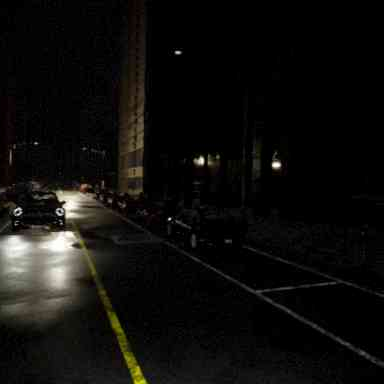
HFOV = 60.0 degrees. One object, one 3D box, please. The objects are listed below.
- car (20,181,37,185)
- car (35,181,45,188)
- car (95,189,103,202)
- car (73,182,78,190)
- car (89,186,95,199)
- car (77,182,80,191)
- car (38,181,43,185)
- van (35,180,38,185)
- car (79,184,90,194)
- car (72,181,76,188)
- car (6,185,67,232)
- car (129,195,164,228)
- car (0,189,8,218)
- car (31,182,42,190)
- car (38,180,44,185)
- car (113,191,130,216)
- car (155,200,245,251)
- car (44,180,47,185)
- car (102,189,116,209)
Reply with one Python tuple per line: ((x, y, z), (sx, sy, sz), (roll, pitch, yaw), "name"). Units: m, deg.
((-20.363, -0.220, 40.443), (1.967, 1.590, 4.097), (2, 1, -22), "car")
((-37.464, -1.841, 82.030), (1.967, 1.590, 4.097), (2, 1, -22), "car")
((-8.212, 0.445, 33.300), (1.887, 1.381, 4.507), (2, 1, -22), "car")
((-23.177, -0.968, 69.691), (1.887, 1.381, 4.507), (2, 1, -22), "car")
((-10.352, 0.265, 38.500), (1.947, 1.339, 4.313), (2, 1, -22), "car")
((-18.898, -0.667, 59.292), (1.967, 1.590, 4.097), (2, 1, -22), "car")
((-26.781, -0.700, 56.041), (1.947, 1.339, 4.313), (2, 1, -22), "car")
((-22.496, -0.521, 45.639), (1.690, 1.788, 3.998), (2, 1, -22), "van")
((-16.764, -0.361, 54.096), (1.887, 1.381, 4.507), (2, 1, -22), "car")
((-25.315, -1.165, 74.890), (2.008, 1.369, 4.403), (2, 1, -22), "car")
((-6.994, 0.747, 15.425), (2.097, 1.767, 4.553), (1, 1, -22), "car")
((-1.799, 1.040, 17.704), (1.887, 1.381, 4.507), (2, 1, -22), "car")
((-11.751, 0.671, 19.493), (1.752, 1.417, 4.829), (2, 1, -22), "car")
((-30.990, -1.140, 66.279), (1.752, 1.417, 4.829), (2, 1, -22), "car")
((-28.914, -1.028, 61.236), (1.967, 1.590, 4.097), (2, 1, -22), "car")
((-3.937, 0.843, 22.902), (1.887, 1.381, 4.507), (2, 1, -22), "car")
((0.339, 1.243, 12.506), (2.008, 1.369, 4.403), (2, 1, -22), "car")
((-33.184, -1.559, 71.630), (2.192, 1.841, 5.009), (2, 1, -22), "car")
((-6.074, 0.644, 28.102), (1.887, 1.381, 4.507), (2, 1, -22), "car")
